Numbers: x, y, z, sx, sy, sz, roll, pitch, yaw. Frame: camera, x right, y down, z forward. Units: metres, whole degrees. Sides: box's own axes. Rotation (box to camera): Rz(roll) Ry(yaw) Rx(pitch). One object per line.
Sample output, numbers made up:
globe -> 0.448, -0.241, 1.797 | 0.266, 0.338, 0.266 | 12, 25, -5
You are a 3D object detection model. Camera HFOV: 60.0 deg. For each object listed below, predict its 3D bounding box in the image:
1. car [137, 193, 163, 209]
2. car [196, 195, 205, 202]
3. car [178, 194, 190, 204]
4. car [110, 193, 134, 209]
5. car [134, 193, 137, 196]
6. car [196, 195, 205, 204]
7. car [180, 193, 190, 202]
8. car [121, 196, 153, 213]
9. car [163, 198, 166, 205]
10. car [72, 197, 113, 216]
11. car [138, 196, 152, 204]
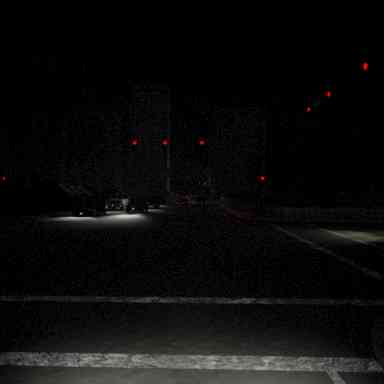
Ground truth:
car -> -5.853, 1.221, 46.752 | 2.150, 2.045, 5.566 | 0, 0, 1
car -> 1.915, 1.352, 74.527 | 2.128, 1.511, 4.902 | 0, 0, 1
car -> -1.790, 1.564, 66.021 | 1.994, 1.385, 4.181 | 0, 0, 1
car -> -9.454, 1.221, 42.662 | 2.150, 2.045, 5.566 | 0, 0, 1
car -> -9.195, 1.221, 53.026 | 2.150, 2.045, 5.566 | 0, 0, 1
car -> 1.694, 1.505, 65.310 | 1.837, 1.490, 4.892 | 0, 0, 1
car -> -1.584, 1.182, 74.582 | 2.097, 1.767, 4.553 | 0, 0, 1
car -> -6.086, 1.491, 37.181 | 2.128, 1.511, 4.902 | 0, 0, 1
car -> -5.590, 1.547, 57.108 | 2.033, 1.411, 5.357 | 0, 0, 2
car -> -9.769, 1.547, 32.482 | 2.033, 1.411, 5.357 | 0, 0, 4
car -> -8.908, 1.526, 63.384 | 1.812, 1.442, 4.674 | 0, 0, 2
